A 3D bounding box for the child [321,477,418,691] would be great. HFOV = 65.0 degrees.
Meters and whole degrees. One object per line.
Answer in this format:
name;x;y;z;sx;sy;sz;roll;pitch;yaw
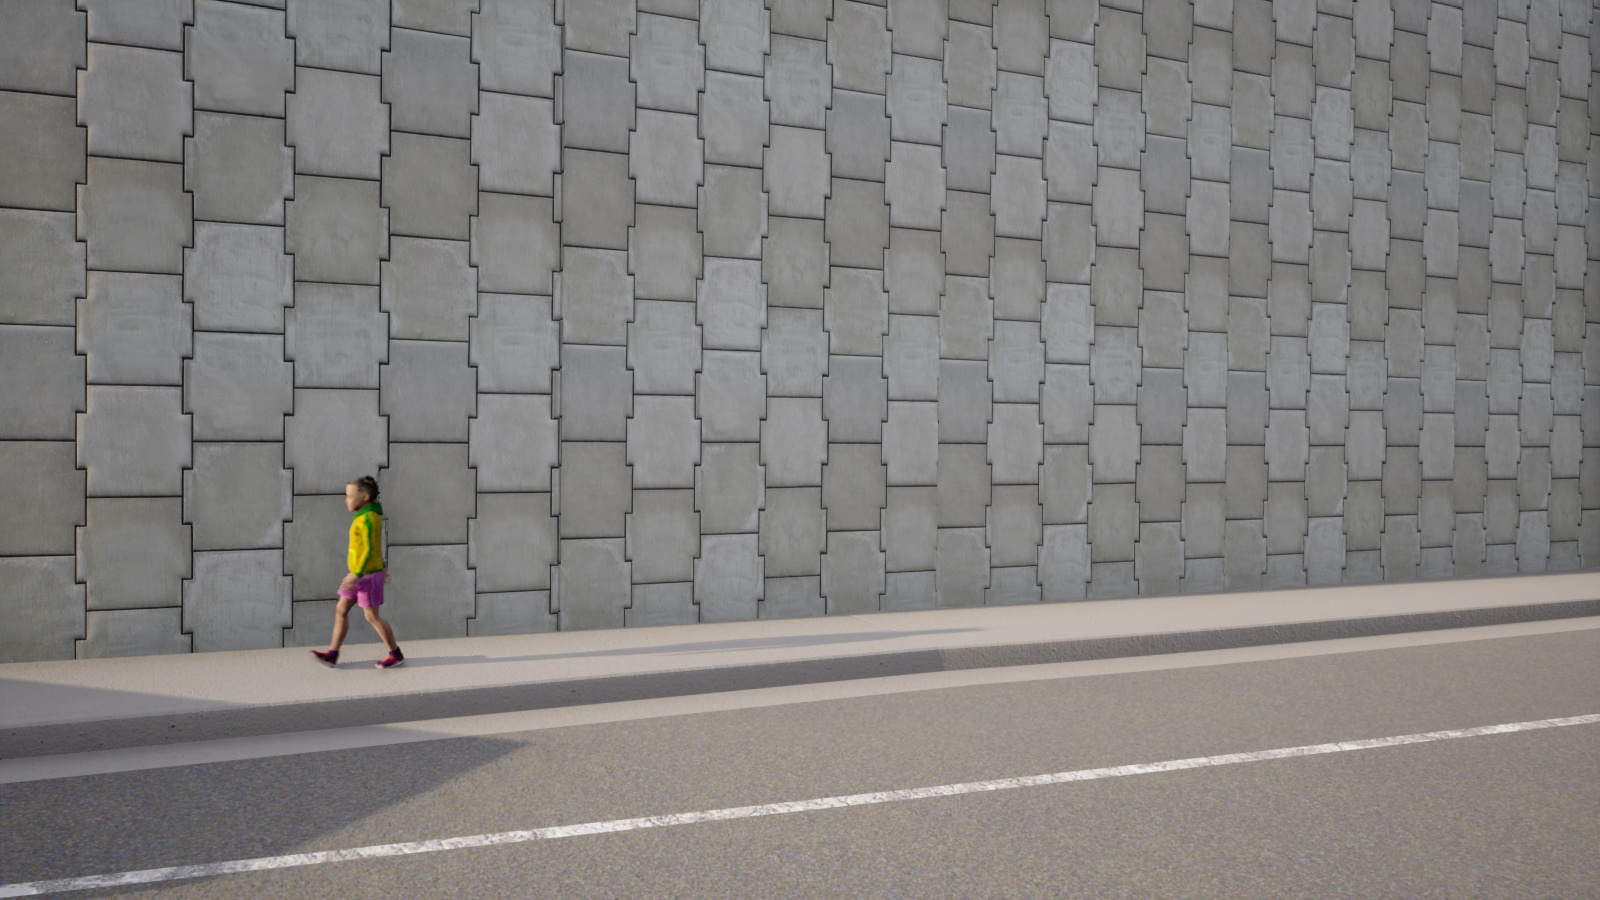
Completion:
child;-2.454;0.743;7.158;0.473;1.160;0.299;-1;1;-26
